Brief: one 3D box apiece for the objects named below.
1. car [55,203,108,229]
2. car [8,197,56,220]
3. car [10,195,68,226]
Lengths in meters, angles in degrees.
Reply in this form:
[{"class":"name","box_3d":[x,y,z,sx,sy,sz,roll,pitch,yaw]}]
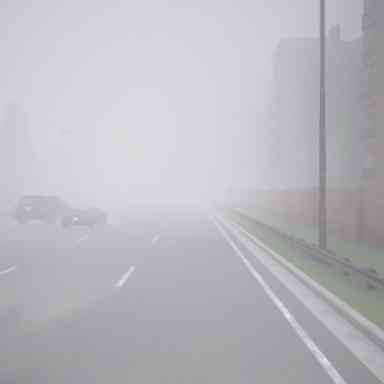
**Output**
[{"class":"car","box_3d":[-6.913,1.564,21.710,1.994,1.385,4.181,0,0,0]},{"class":"car","box_3d":[-13.918,1.351,29.274,2.097,1.767,4.553,0,0,0]},{"class":"car","box_3d":[-10.413,1.221,23.865,2.150,2.045,5.566,0,0,0]}]
